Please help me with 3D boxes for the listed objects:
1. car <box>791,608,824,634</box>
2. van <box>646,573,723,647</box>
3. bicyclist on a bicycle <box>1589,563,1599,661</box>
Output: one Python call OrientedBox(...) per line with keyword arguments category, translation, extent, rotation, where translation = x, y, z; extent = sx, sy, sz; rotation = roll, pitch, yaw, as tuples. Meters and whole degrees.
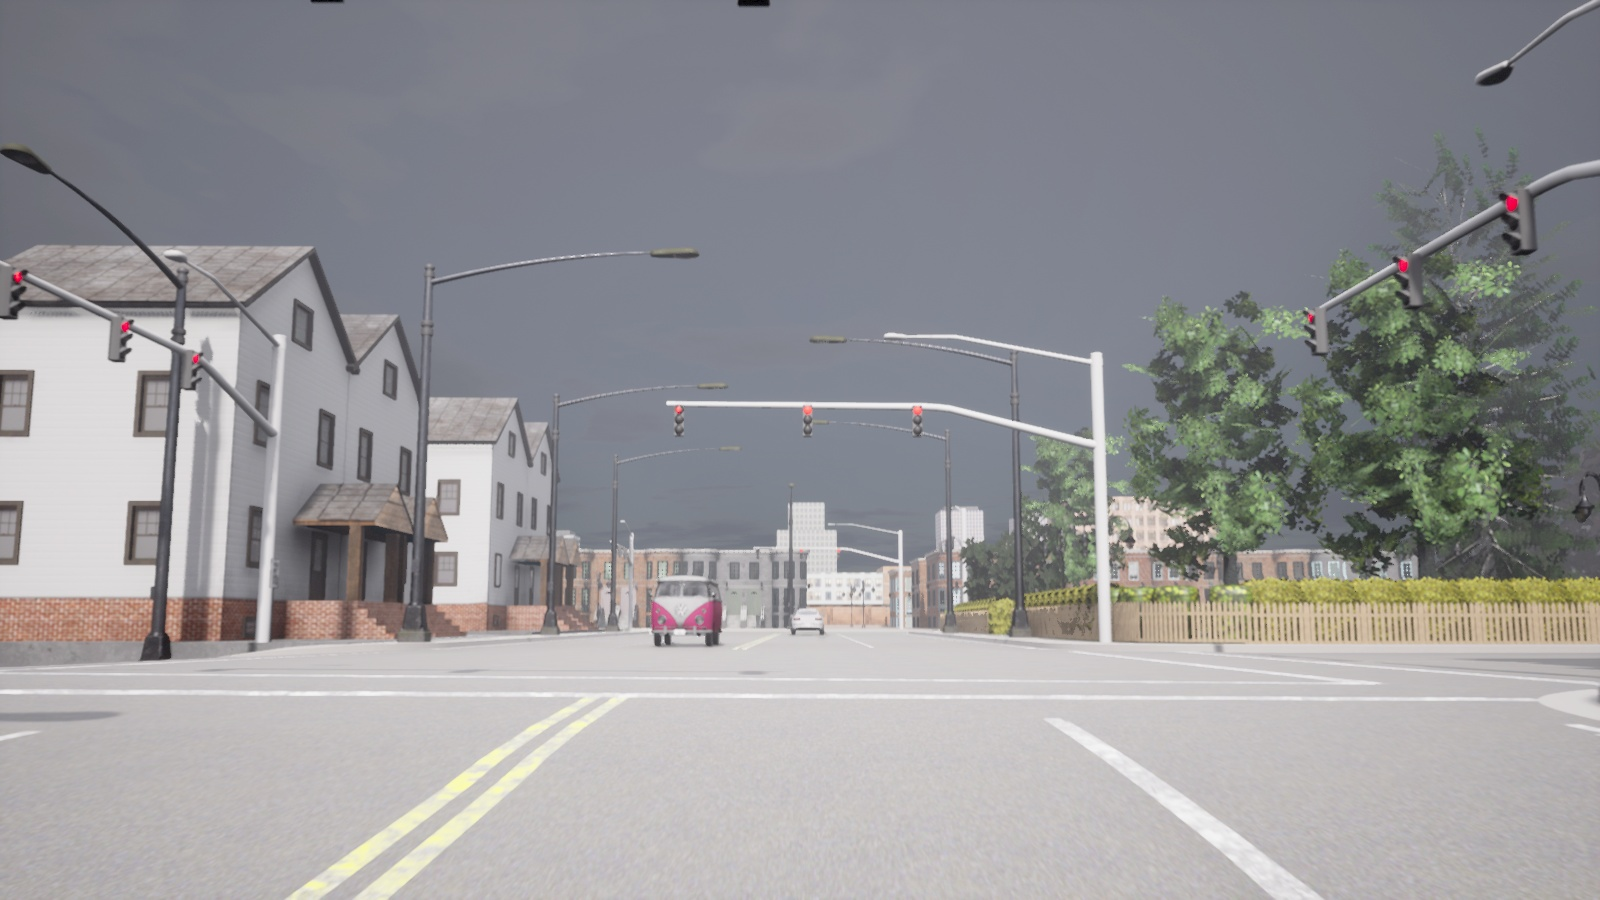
OrientedBox(category="car", translation=(0.412, 9.614, 70.597), extent=(1.812, 1.442, 4.674), rotation=(0, -8, 0))
OrientedBox(category="van", translation=(-3.279, 4.663, 36.467), extent=(1.775, 1.987, 4.442), rotation=(0, -8, 0))
OrientedBox(category="bicyclist on a bicycle", translation=(15.470, 2.929, 22.706), extent=(1.843, 1.776, 0.659), rotation=(0, -8, 1))
